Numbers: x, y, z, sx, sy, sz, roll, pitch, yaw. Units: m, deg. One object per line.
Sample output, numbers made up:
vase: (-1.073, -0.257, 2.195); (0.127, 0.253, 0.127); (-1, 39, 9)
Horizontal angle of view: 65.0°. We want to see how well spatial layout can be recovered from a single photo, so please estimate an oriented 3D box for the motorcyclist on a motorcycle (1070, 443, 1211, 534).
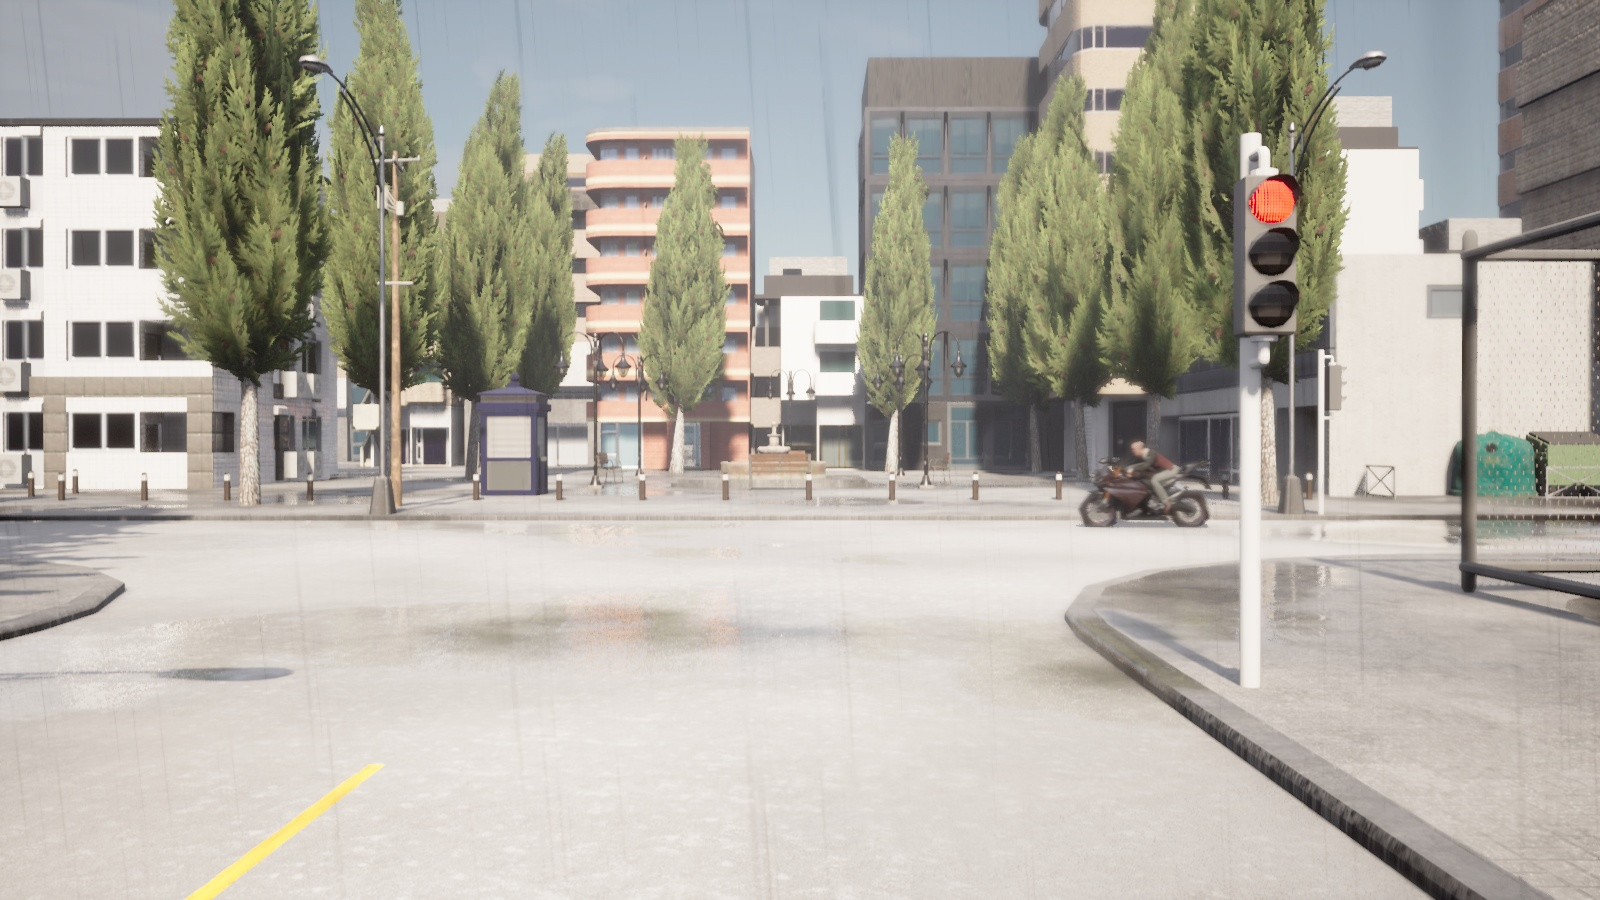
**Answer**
motorcyclist on a motorcycle: (5.825, 0.645, 21.569); (2.191, 1.530, 0.866); (0, 0, 0)
